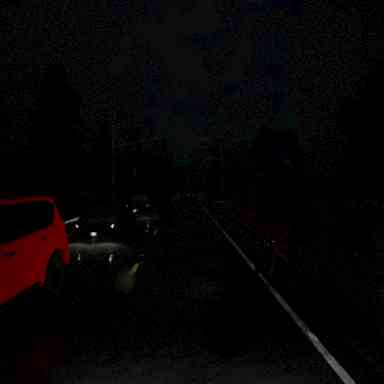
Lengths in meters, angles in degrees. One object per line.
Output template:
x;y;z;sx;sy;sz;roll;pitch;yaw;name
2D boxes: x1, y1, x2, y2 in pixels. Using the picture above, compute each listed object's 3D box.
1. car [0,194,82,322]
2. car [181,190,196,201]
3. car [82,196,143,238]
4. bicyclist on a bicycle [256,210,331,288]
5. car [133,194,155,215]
-3.650;1.092;4.879;2.150;2.045;5.566;0;1;-1;car
-0.451;0.408;43.795;2.033;1.411;5.357;0;1;-1;car
-3.765;1.147;15.331;2.033;1.411;5.357;0;1;0;car
2.100;1.179;7.109;1.656;1.620;0.582;-9;2;0;bicyclist on a bicycle
-3.808;0.895;25.035;1.812;1.442;4.674;0;1;-1;car
